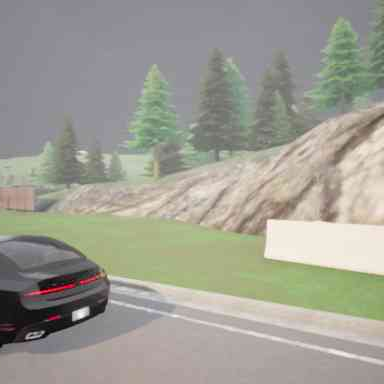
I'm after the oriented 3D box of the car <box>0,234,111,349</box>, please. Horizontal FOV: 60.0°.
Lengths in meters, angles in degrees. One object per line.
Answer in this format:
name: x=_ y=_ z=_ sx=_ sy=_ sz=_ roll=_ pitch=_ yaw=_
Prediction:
car: x=-3.670 y=1.552 z=6.152 sx=4.892 sy=1.490 sz=1.837 roll=-1 pitch=0 yaw=32
